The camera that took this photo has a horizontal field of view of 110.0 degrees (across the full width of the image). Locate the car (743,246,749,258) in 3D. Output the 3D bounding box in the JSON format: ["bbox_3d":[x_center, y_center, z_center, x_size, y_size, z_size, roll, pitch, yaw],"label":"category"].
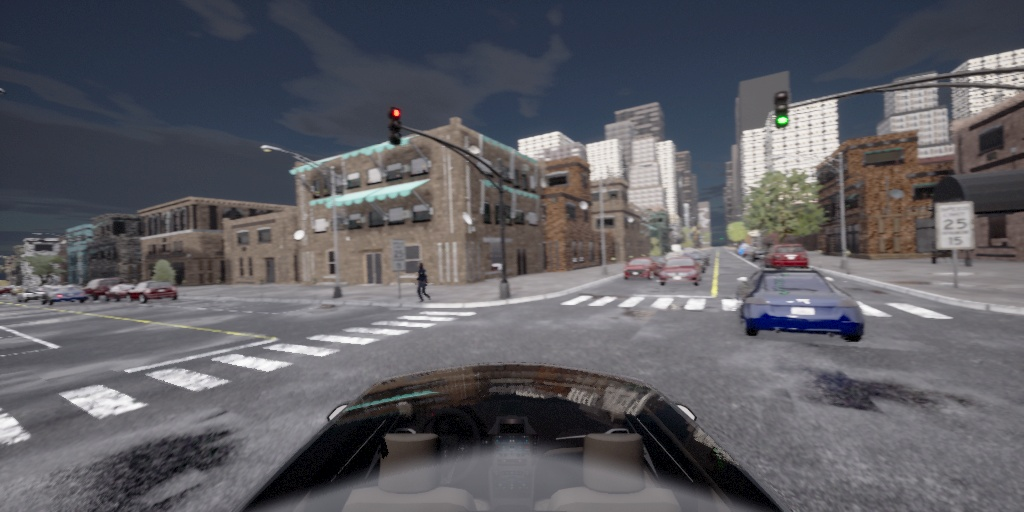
[{"bbox_3d":[29.880,-0.194,43.901,2.007,1.370,4.403,0,0,30],"label":"car"}]

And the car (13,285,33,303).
[{"bbox_3d":[-44.872,3.657,33.847,4.718,1.301,1.895,-3,0,30],"label":"car"}]

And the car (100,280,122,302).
[{"bbox_3d":[-31.410,2.950,29.219,4.207,1.307,1.802,0,0,30],"label":"car"}]

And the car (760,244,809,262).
[{"bbox_3d":[18.873,0.136,24.743,2.192,1.841,5.009,0,0,30],"label":"car"}]

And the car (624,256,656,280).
[{"bbox_3d":[8.788,0.784,24.180,1.888,1.381,4.507,0,0,30],"label":"car"}]

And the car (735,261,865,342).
[{"bbox_3d":[6.661,0.990,8.727,1.994,1.385,4.181,-2,0,30],"label":"car"}]

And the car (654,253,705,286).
[{"bbox_3d":[9.340,0.769,19.786,1.812,1.442,4.674,-2,0,30],"label":"car"}]

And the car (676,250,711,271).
[{"bbox_3d":[13.970,0.495,27.836,2.128,1.511,4.902,-2,0,30],"label":"car"}]

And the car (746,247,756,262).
[{"bbox_3d":[27.128,-0.038,39.112,1.948,1.339,4.313,0,0,30],"label":"car"}]

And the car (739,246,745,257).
[{"bbox_3d":[35.383,-0.440,53.478,1.802,1.307,4.207,0,0,30],"label":"car"}]

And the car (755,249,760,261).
[{"bbox_3d":[21.625,0.245,29.533,1.948,1.339,4.313,0,0,30],"label":"car"}]

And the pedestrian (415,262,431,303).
[{"bbox_3d":[-3.909,1.100,15.650,0.375,1.860,0.375,-2,1,30],"label":"pedestrian"}]

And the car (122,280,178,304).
[{"bbox_3d":[-26.485,2.554,26.410,4.097,1.591,1.967,0,0,30],"label":"car"}]

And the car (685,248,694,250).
[{"bbox_3d":[19.212,0.211,36.800,1.882,1.535,5.008,-2,0,30],"label":"car"}]

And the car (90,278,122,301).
[{"bbox_3d":[-36.327,2.935,32.048,5.009,1.841,2.192,0,0,30],"label":"car"}]

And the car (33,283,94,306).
[{"bbox_3d":[-36.232,3.159,28.929,5.357,1.411,2.033,-3,0,30],"label":"car"}]
